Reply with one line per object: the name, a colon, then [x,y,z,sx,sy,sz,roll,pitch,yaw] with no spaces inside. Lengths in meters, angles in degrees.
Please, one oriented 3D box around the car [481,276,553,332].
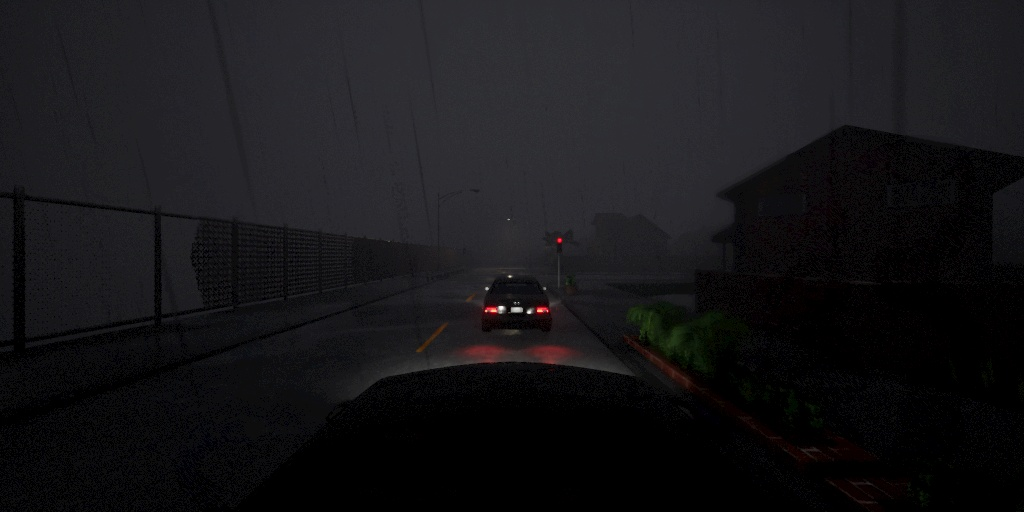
car: [0.118,1.297,10.825,2.033,1.411,5.357,0,0,0]
